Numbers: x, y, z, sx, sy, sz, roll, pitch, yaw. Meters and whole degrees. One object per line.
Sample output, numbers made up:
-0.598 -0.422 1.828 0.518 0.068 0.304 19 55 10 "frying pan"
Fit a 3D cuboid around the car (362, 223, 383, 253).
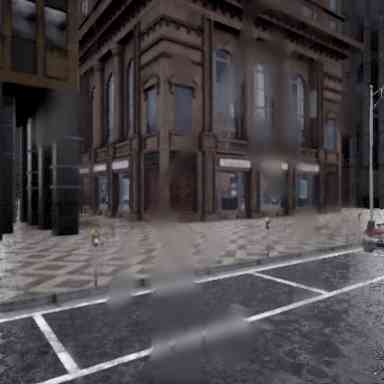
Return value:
8.059 1.558 12.436 4.206 1.307 1.802 0 0 -36 "car"
